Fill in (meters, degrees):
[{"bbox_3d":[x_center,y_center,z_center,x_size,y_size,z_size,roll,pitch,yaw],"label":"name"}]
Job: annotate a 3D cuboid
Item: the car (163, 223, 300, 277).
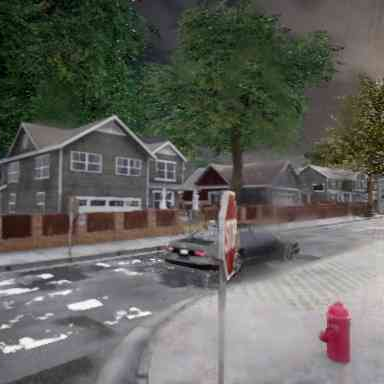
[{"bbox_3d":[1.536,1.755,11.069,2.033,1.411,5.357,-1,-2,45],"label":"car"}]
